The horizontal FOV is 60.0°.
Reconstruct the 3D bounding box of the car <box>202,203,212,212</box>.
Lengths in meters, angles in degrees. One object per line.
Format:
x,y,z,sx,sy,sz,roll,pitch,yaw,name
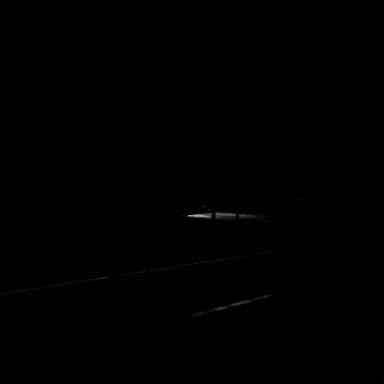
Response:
0.424,1.572,36.919,1.895,1.301,4.718,0,0,-39,car

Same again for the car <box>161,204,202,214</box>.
-1.377,1.540,33.568,1.994,1.385,4.181,0,0,-39,car

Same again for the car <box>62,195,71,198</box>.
-29.571,1.491,80.939,2.128,1.511,4.902,0,0,-36,car
